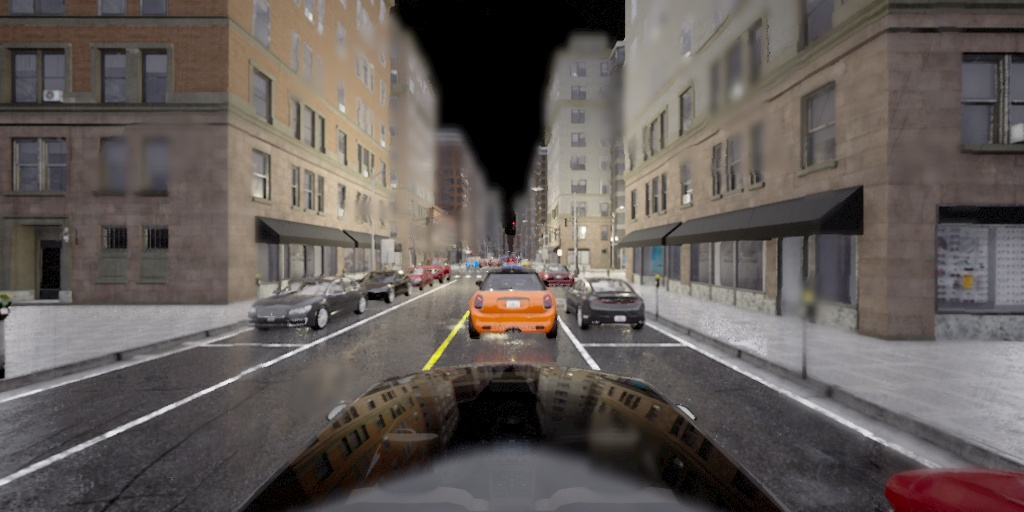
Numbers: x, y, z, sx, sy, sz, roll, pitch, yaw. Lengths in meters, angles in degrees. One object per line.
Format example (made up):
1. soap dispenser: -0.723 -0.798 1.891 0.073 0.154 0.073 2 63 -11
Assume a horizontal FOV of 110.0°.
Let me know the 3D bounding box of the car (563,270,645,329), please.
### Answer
1. car: 2.645 1.302 10.972 2.007 1.370 4.403 0 0 0

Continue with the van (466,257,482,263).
1. van: -5.996 1.091 54.445 1.690 1.789 3.998 0 0 0

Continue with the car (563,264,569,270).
1. car: 2.616 1.192 22.022 1.967 1.591 4.097 0 0 0

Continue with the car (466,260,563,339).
1. car: 0.010 1.104 10.197 2.097 1.767 4.553 0 0 -1

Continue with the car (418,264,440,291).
1. car: -5.910 1.334 21.974 1.802 1.307 4.207 0 0 0

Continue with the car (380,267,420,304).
1. car: -5.895 1.318 16.451 1.948 1.339 4.313 0 0 0

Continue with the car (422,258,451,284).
1. car: -5.925 1.067 27.498 2.192 1.841 5.009 0 0 0

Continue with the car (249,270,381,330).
1. car: -5.881 1.302 10.926 2.007 1.370 4.403 0 0 0
